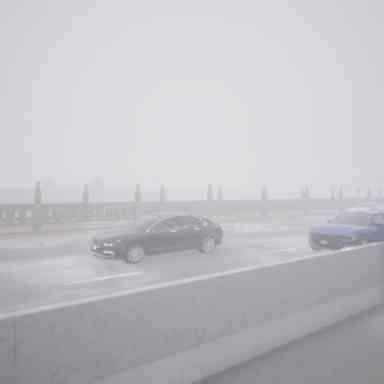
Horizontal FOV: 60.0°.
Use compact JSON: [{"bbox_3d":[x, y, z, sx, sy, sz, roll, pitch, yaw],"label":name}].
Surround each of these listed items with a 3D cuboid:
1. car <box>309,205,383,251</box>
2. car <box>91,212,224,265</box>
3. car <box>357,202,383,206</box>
[{"bbox_3d":[6.615,1.480,13.011,5.008,1.535,1.882,0,0,-35],"label":"car"},{"bbox_3d":[-1.069,1.506,11.830,4.892,1.490,1.837,0,0,-35],"label":"car"},{"bbox_3d":[14.474,1.531,27.201,4.674,1.442,1.812,0,0,-36],"label":"car"}]
